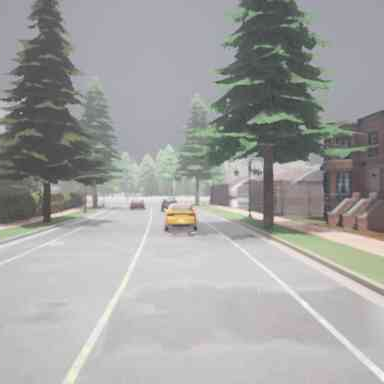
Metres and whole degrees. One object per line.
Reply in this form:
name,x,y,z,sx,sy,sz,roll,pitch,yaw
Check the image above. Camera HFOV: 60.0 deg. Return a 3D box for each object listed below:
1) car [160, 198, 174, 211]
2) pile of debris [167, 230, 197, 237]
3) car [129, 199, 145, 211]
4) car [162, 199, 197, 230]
car,-2.613,1.463,38.374,2.128,1.511,4.902,0,0,-8
pile of debris,-0.551,2.162,17.375,1.500,0.140,1.860,0,0,-4
car,-6.683,1.574,40.920,1.895,1.301,4.718,0,0,-8
car,-0.760,1.462,20.929,1.882,1.535,5.008,0,0,-4
